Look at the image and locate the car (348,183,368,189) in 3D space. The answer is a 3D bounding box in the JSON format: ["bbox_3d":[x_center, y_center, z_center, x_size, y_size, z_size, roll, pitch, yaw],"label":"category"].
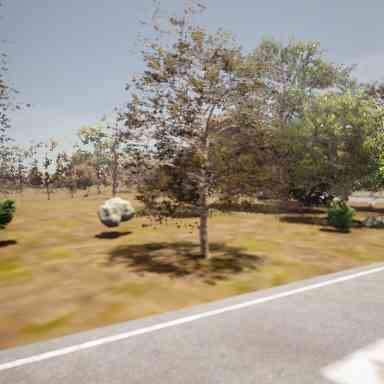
[{"bbox_3d":[42.635,-1.514,85.383,4.181,1.385,1.994,-3,2,-12],"label":"car"}]

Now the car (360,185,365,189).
[{"bbox_3d":[42.705,-1.396,82.058,5.357,1.411,2.033,-4,2,-17],"label":"car"}]
